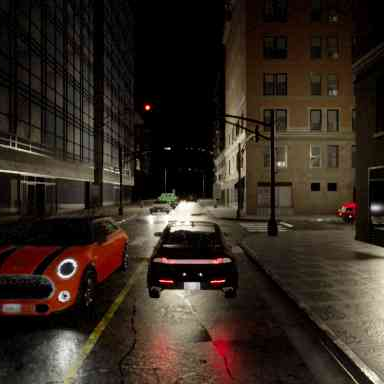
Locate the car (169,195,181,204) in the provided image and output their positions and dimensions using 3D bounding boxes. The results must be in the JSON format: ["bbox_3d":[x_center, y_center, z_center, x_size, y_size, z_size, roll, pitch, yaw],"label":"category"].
[{"bbox_3d":[-3.224,1.446,63.990,2.128,1.511,4.902,0,0,0],"label":"car"}]

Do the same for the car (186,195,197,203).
[{"bbox_3d":[-0.072,1.305,65.989,2.097,1.767,4.553,0,0,0],"label":"car"}]

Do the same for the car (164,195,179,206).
[{"bbox_3d":[-3.210,1.315,53.617,2.097,1.767,4.553,0,0,0],"label":"car"}]

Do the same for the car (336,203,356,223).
[{"bbox_3d":[13.032,1.174,23.027,5.566,2.045,2.150,0,0,-1],"label":"car"}]

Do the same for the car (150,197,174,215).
[{"bbox_3d":[-3.184,1.504,34.260,1.812,1.442,4.674,0,0,0],"label":"car"}]

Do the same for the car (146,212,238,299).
[{"bbox_3d":[0.024,1.489,8.460,2.128,1.511,4.902,0,0,1],"label":"car"}]

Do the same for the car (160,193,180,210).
[{"bbox_3d":[-3.190,1.192,43.714,2.150,2.045,5.566,0,0,1],"label":"car"}]

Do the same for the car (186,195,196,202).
[{"bbox_3d":[-0.197,1.469,75.682,2.128,1.511,4.902,0,0,0],"label":"car"}]

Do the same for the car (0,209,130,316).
[{"bbox_3d":[-2.924,1.350,7.798,2.097,1.767,4.553,0,0,2],"label":"car"}]
